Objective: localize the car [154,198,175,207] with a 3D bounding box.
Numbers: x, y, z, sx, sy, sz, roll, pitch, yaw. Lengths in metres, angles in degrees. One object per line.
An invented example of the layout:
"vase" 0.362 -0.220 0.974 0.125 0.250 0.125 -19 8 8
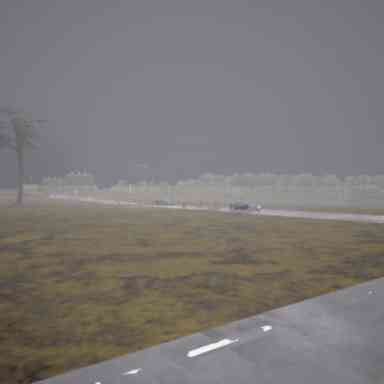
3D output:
"car" -4.969 1.793 59.568 1.837 1.490 4.892 -1 1 -36

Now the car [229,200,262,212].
"car" 6.859 1.767 42.890 2.128 1.511 4.902 -1 1 -35
